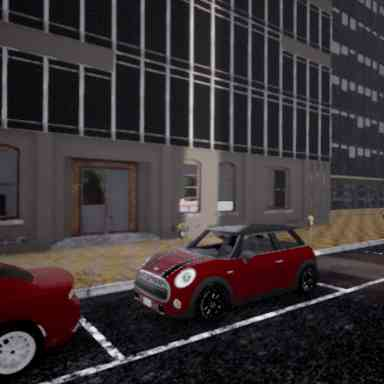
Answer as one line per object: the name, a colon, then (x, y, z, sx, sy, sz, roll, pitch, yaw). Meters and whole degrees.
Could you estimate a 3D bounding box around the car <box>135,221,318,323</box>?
car: (0.827, 1.456, 7.144, 4.097, 1.590, 1.967, 0, 0, -35)

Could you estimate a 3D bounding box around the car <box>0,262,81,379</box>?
car: (-3.684, 1.541, 3.928, 4.507, 1.381, 1.887, 0, 0, -35)
